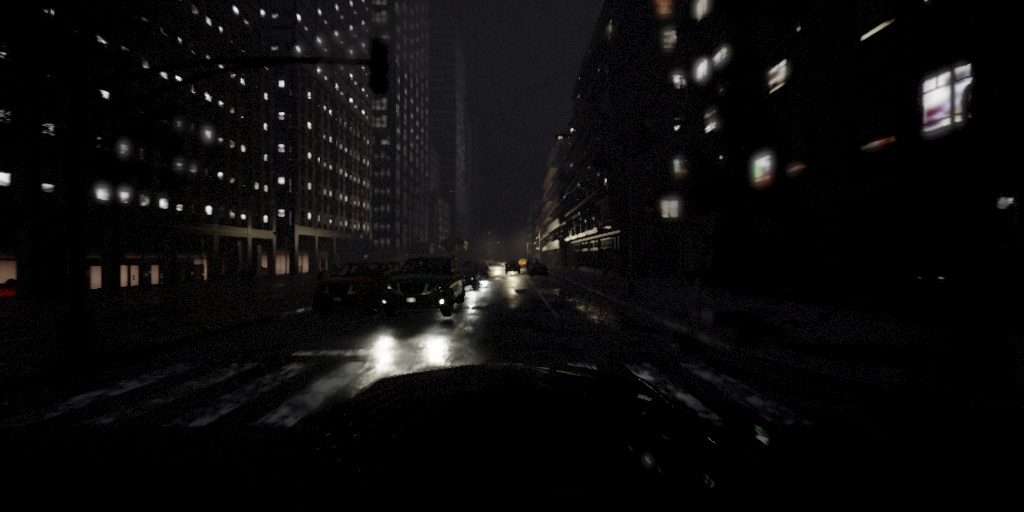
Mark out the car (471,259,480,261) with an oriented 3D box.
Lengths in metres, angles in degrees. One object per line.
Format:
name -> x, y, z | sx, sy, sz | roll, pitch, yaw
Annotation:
car -> -5.691, 1.440, 47.302 | 1.948, 1.339, 4.313 | 0, 0, 0

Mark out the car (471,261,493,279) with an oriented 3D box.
car -> -3.090, 1.435, 33.977 | 1.895, 1.301, 4.718 | 0, 0, 0

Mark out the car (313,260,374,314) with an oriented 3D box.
car -> -5.692, 1.096, 14.165 | 2.192, 1.841, 5.009 | 0, 0, 0

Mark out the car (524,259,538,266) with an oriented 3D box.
car -> 2.690, 1.382, 41.948 | 1.751, 1.417, 4.829 | 0, 0, 0

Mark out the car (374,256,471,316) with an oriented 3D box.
car -> -3.100, 1.002, 13.793 | 2.150, 2.045, 5.566 | 0, 0, 0

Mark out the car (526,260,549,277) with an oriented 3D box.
car -> 2.690, 1.406, 36.255 | 1.948, 1.339, 4.313 | 0, 0, 0

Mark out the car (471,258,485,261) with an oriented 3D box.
car -> -5.691, 1.208, 52.824 | 2.192, 1.841, 5.009 | 0, 0, 0

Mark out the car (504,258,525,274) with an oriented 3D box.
car -> 0.100, 1.355, 43.768 | 2.128, 1.511, 4.902 | 0, 0, 0

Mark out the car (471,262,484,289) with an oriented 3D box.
car -> -3.100, 1.332, 23.674 | 1.812, 1.442, 4.674 | 0, 0, 0
